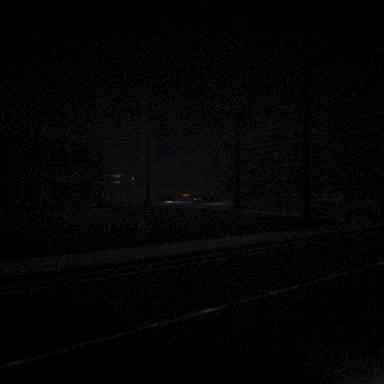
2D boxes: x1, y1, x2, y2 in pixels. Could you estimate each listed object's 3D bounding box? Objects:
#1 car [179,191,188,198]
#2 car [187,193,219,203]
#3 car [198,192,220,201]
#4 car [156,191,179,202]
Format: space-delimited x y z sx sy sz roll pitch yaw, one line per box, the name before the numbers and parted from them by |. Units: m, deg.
car | -2.666 0.567 73.514 1.882 1.535 5.008 0 1 -35
car | 1.997 1.025 54.462 2.033 1.411 5.357 0 1 -35
car | 3.350 0.856 64.988 1.812 1.442 4.674 0 1 -35
car | -4.684 0.905 57.965 1.812 1.442 4.674 0 1 -34
